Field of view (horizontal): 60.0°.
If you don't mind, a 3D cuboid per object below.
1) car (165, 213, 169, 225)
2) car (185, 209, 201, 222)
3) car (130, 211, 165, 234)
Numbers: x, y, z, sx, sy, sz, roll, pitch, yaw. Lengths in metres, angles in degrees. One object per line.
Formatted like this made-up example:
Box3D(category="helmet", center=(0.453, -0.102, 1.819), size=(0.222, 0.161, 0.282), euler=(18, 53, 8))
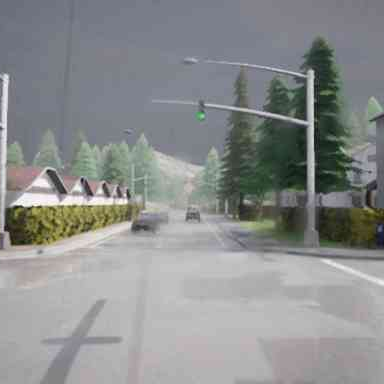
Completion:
Box3D(category="car", center=(-3.565, 2.817, 36.547), size=(1.994, 1.385, 4.181), euler=(0, -2, 1))
Box3D(category="car", center=(0.114, 2.991, 42.662), size=(1.837, 1.490, 4.892), euler=(0, -1, 0))
Box3D(category="car", center=(-3.589, 2.465, 26.636), size=(2.033, 1.411, 5.357), euler=(0, -2, 0))
